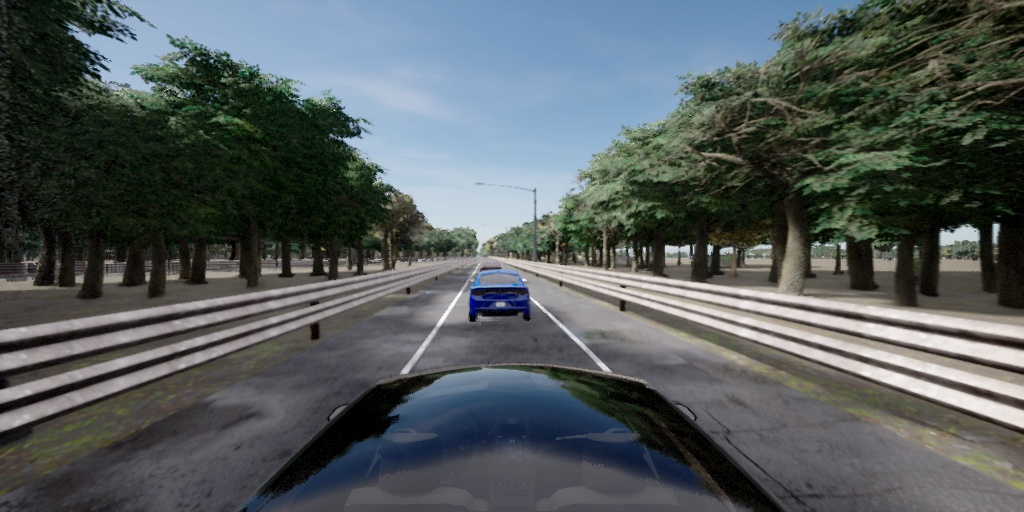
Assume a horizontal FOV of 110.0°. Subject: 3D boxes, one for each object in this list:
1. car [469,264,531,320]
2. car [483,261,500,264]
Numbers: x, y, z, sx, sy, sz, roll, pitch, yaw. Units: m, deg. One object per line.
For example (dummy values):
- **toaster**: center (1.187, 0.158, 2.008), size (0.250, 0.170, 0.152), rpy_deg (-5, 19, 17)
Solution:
- **car**: center (-0.475, 1.223, 12.632), size (1.882, 1.535, 5.008), rpy_deg (0, 0, -3)
- **car**: center (-1.772, 1.210, 31.012), size (1.882, 1.535, 5.008), rpy_deg (0, 0, -4)
